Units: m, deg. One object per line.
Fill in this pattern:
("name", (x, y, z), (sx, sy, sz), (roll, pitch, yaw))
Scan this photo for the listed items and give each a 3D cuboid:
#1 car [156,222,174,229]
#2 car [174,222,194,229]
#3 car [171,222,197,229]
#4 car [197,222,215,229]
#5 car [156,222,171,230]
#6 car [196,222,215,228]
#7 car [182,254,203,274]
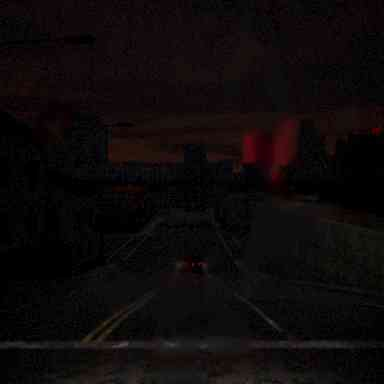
("car", (-6.660, 8.221, 82.362), (4.536, 1.218, 1.853), (1, 1, 44))
("car", (-1.972, 8.221, 82.334), (4.536, 1.218, 1.853), (-1, 1, -36))
("car", (-2.014, 8.379, 82.305), (4.974, 1.542, 2.038), (-1, 1, -36))
("car", (3.358, 8.369, 83.055), (4.974, 1.542, 2.038), (0, 1, 29))
("car", (-6.622, 8.379, 82.328), (4.974, 1.542, 2.038), (1, 1, 44))
("car", (3.313, 8.211, 83.078), (4.536, 1.218, 1.853), (0, 1, 29))
("car", (0.087, 8.107, 38.213), (2.150, 2.045, 5.566), (0, -6, 0))
